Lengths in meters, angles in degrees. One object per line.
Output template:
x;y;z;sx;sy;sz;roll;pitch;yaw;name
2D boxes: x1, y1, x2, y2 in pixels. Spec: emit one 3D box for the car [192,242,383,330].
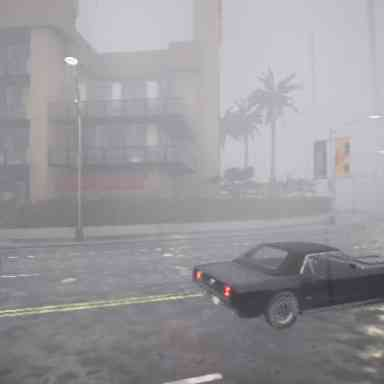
2.503;1.723;6.987;4.718;1.301;1.895;0;-1;-21;car
